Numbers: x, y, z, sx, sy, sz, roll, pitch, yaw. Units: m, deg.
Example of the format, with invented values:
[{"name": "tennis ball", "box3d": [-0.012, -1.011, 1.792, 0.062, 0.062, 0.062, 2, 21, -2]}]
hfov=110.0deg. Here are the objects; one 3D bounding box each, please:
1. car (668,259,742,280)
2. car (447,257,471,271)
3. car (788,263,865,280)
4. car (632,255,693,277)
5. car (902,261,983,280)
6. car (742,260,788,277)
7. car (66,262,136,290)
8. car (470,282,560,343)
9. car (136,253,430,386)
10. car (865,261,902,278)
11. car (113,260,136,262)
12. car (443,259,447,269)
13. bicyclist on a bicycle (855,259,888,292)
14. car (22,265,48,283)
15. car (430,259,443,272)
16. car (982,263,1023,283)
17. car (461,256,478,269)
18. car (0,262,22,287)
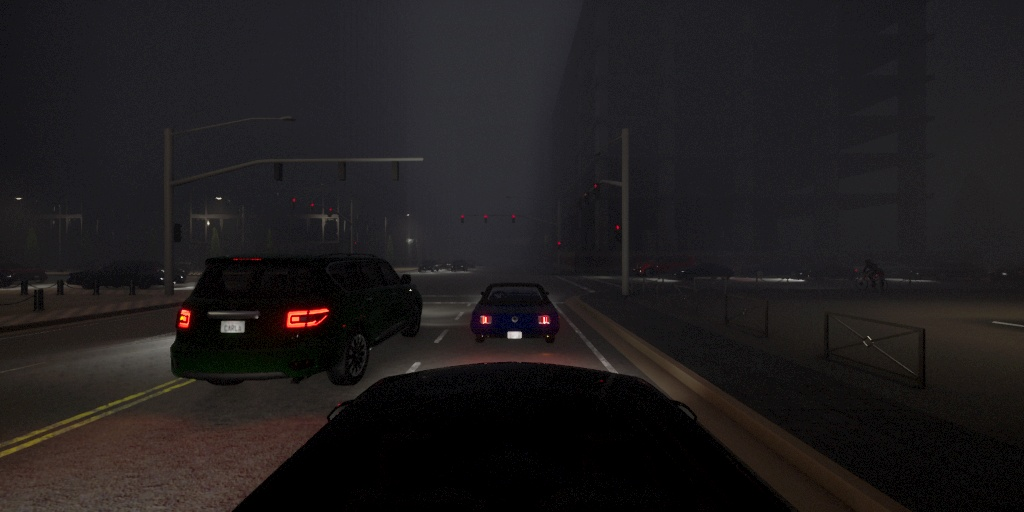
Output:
[{"name": "car", "box3d": [15.637, 1.219, 29.250, 4.674, 1.442, 1.812, 0, 0, 0]}, {"name": "car", "box3d": [-7.123, 1.253, 48.531, 1.837, 1.490, 4.892, 0, 0, 0]}, {"name": "car", "box3d": [25.601, 1.258, 29.310, 4.181, 1.385, 1.994, 0, 0, 0]}, {"name": "car", "box3d": [13.918, 0.916, 32.766, 5.566, 2.045, 2.150, 0, 0, 0]}, {"name": "car", "box3d": [35.595, 1.198, 29.336, 4.892, 1.490, 1.837, 0, 0, 0]}, {"name": "car", "box3d": [23.647, 1.171, 32.801, 5.008, 1.535, 1.882, 0, 0, -1]}, {"name": "car", "box3d": [-23.154, 1.241, 21.585, 5.357, 1.411, 2.033, 0, 0, -4]}, {"name": "car", "box3d": [0.075, 1.351, 9.644, 1.895, 1.301, 4.718, 0, 0, 0]}, {"name": "car", "box3d": [-3.441, 0.971, 7.129, 2.150, 2.045, 5.566, 0, 0, 0]}, {"name": "car", "box3d": [33.641, 1.219, 32.831, 4.674, 1.442, 1.812, 0, 0, 0]}, {"name": "car", "box3d": [-25.687, 1.046, 25.100, 4.553, 1.767, 2.097, 0, 0, 0]}, {"name": "car", "box3d": [-10.620, 1.238, 55.255, 2.128, 1.511, 4.902, 0, 0, 0]}, {"name": "bicyclist on a bicycle", "box3d": [18.322, 0.997, 18.298, 0.582, 1.620, 1.656, 0, 0, 0]}, {"name": "car", "box3d": [-35.782, 1.171, 25.128, 5.008, 1.535, 1.882, 0, 0, 0]}, {"name": "car", "box3d": [-10.623, 1.253, 45.907, 1.837, 1.490, 4.892, 0, 0, 0]}, {"name": "car", "box3d": [37.232, 1.258, 25.657, 4.181, 1.385, 1.994, 0, 0, 0]}, {"name": "car", "box3d": [-7.113, 1.226, 58.690, 1.882, 1.535, 5.008, 0, 0, 0]}, {"name": "car", "box3d": [-33.236, 1.220, 21.608, 4.674, 1.442, 1.812, 0, 0, 0]}]
